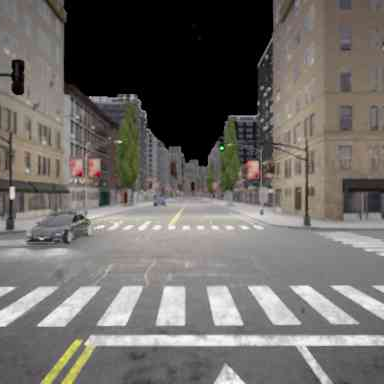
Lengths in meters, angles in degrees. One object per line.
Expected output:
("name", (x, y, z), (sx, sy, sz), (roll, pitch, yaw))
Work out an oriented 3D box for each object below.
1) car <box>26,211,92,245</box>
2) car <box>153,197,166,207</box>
("car", (-6.508, 1.784, 16.812), (1.837, 1.490, 4.892), (0, 0, 0))
("car", (-6.529, 1.986, 67.318), (2.150, 2.045, 5.566), (0, -1, 0))
